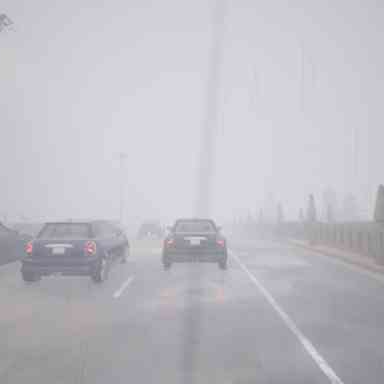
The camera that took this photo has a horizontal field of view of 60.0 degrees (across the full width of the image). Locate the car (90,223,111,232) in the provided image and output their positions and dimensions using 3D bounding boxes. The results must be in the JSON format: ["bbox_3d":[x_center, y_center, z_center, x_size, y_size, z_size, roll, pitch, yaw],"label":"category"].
[{"bbox_3d":[-14.064,5.472,51.325,1.812,1.442,4.674,0,-6,0],"label":"car"}]

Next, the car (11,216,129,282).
[{"bbox_3d":[-3.400,1.615,10.612,2.097,1.767,4.553,0,-3,0],"label":"car"}]

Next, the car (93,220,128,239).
[{"bbox_3d":[-6.901,3.180,28.767,1.837,1.490,4.892,0,-6,0],"label":"car"}]

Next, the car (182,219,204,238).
[{"bbox_3d":[0.099,3.337,30.590,1.882,1.535,5.008,0,-6,0],"label":"car"}]

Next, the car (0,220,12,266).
[{"bbox_3d":[-6.900,1.618,10.673,2.097,1.767,4.553,0,-3,0],"label":"car"}]

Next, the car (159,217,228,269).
[{"bbox_3d":[0.099,1.708,12.546,2.097,1.767,4.553,0,-3,0],"label":"car"}]

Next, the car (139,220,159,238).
[{"bbox_3d":[-3.401,3.181,28.774,1.837,1.490,4.892,0,-6,0],"label":"car"}]
